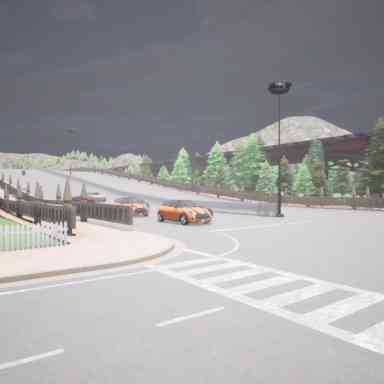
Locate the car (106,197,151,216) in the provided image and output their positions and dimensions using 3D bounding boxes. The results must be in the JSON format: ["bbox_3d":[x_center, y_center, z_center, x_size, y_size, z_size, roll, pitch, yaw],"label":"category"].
[{"bbox_3d":[-5.815,1.322,30.920,2.097,1.767,4.553,0,1,-37],"label":"car"}]

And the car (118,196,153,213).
[{"bbox_3d":[-6.443,1.327,37.538,1.837,1.490,4.892,0,3,-37],"label":"car"}]

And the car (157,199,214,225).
[{"bbox_3d":[-0.606,1.351,24.069,2.097,1.767,4.553,0,0,-37],"label":"car"}]

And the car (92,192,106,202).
[{"bbox_3d":[-13.742,0.658,47.232,1.895,1.301,4.718,0,5,-36],"label":"car"}]

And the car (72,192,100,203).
[{"bbox_3d":[-13.555,1.050,41.142,1.895,1.301,4.718,0,4,-37],"label":"car"}]

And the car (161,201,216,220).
[{"bbox_3d":[-0.429,1.538,29.618,2.033,1.411,5.357,0,0,-37],"label":"car"}]
